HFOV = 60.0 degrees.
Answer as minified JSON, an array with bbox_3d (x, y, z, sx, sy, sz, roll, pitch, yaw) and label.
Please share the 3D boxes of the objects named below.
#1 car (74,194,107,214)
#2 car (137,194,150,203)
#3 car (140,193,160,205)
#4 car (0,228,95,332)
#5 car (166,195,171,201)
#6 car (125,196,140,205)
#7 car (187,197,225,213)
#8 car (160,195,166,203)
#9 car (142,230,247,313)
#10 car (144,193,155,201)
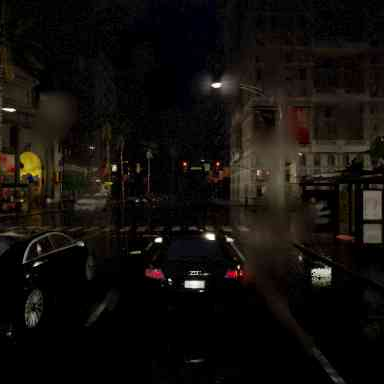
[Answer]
[{"bbox_3d":[-10.652,1.221,35.483,2.150,2.045,5.566,0,0,0],"label":"car"},{"bbox_3d":[-10.604,1.355,72.675,2.097,1.767,4.553,0,0,0],"label":"car"},{"bbox_3d":[-7.160,1.351,57.286,2.097,1.767,4.553,0,0,0],"label":"car"},{"bbox_3d":[-3.452,1.492,6.816,2.128,1.511,4.902,0,0,0],"label":"car"},{"bbox_3d":[-7.084,1.478,82.744,1.882,1.535,5.008,0,0,0],"label":"car"},{"bbox_3d":[-10.655,1.547,59.409,2.033,1.411,5.357,0,0,0],"label":"car"},{"bbox_3d":[1.452,1.564,37.039,4.181,1.385,1.994,0,0,33],"label":"car"},{"bbox_3d":[-7.101,1.524,71.190,1.812,1.442,4.674,0,0,0],"label":"car"},{"bbox_3d":[0.053,1.564,7.749,1.994,1.385,4.181,0,0,0],"label":"car"},{"bbox_3d":[-10.568,1.225,83.284,2.150,2.045,5.566,0,0,0],"label":"car"}]
